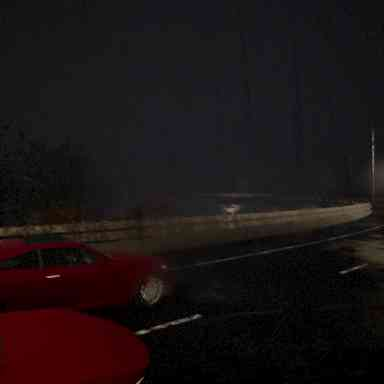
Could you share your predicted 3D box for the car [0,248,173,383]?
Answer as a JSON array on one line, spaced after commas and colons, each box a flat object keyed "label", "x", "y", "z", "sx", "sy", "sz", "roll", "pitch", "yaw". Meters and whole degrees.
[{"label": "car", "x": -2.619, "y": 1.495, "z": 2.048, "sx": 5.008, "sy": 1.535, "sz": 1.882, "roll": 0, "pitch": 0, "yaw": -35}]

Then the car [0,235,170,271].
[{"label": "car", "x": -2.579, "y": 1.575, "z": 6.360, "sx": 4.674, "sy": 1.442, "sz": 1.812, "roll": 0, "pitch": 0, "yaw": -36}]
